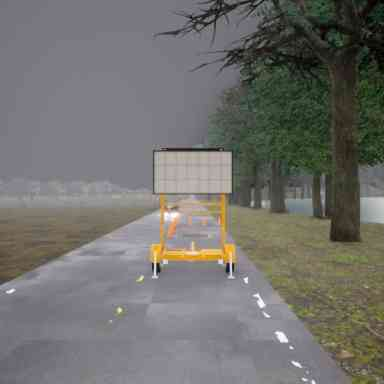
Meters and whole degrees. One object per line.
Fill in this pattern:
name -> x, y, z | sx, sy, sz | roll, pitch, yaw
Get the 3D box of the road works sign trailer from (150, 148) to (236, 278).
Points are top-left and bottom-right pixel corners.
road works sign trailer -> 0.031, 0.475, 10.113 | 2.380, 3.560, 2.880 | 0, 0, 0

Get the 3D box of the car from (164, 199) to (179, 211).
car -> -2.620, 1.616, 40.523 | 2.128, 1.511, 4.902 | 0, 0, 0
